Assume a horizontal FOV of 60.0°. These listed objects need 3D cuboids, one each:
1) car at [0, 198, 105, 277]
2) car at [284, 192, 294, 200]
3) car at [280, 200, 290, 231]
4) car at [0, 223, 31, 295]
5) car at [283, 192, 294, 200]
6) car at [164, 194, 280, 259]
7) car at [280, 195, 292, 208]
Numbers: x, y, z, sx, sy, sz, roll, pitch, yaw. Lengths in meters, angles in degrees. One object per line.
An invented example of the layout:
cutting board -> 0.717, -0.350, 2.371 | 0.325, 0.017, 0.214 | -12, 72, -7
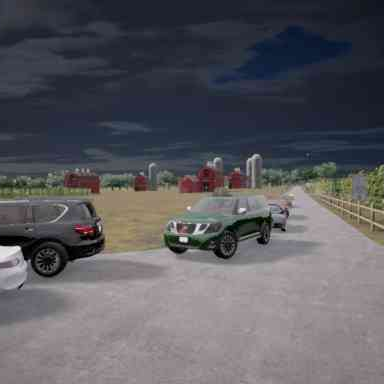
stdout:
car -> -5.385, 1.229, 9.616 | 5.566, 2.045, 2.150 | -1, 1, -4
car -> 19.222, 0.778, 65.913 | 1.882, 1.535, 5.008 | 0, 1, 18
car -> 4.376, 1.385, 19.032 | 1.994, 1.385, 4.181 | 0, 0, 17
car -> -5.729, 1.614, 6.287 | 4.674, 1.442, 1.812 | -2, 1, -26
car -> 11.169, 1.101, 40.441 | 1.837, 1.490, 4.892 | 0, 1, 18
car -> 1.272, 1.111, 12.702 | 2.150, 2.045, 5.566 | 0, 0, 34
car -> 6.530, 1.231, 25.761 | 1.882, 1.535, 5.008 | 0, 0, 18
